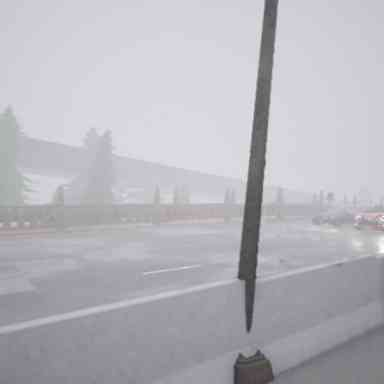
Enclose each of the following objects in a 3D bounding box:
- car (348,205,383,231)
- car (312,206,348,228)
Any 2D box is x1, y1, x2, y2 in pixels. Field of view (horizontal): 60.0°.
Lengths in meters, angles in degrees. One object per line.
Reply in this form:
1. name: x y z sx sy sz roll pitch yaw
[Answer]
1. car: 12.489 1.601 21.482 4.553 1.767 2.097 1 0 -35
2. car: 10.922 1.782 24.664 4.674 1.442 1.812 1 -1 -35
